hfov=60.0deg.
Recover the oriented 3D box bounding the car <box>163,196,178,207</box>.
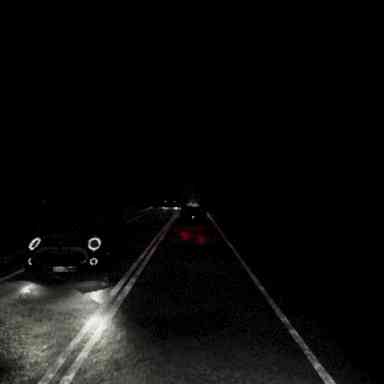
[{"bbox_3d":[-3.289,1.470,51.968,2.097,1.767,4.553,0,0,1],"label":"car"}]

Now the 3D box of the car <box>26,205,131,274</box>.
[{"bbox_3d":[-3.351,1.357,10.632,2.097,1.767,4.553,0,0,0],"label":"car"}]

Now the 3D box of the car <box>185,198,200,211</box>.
[{"bbox_3d":[0.103,1.582,43.039,1.812,1.442,4.674,0,0,0],"label":"car"}]

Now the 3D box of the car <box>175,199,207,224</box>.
[{"bbox_3d":[0.098,1.503,25.051,2.128,1.511,4.902,0,0,0],"label":"car"}]
